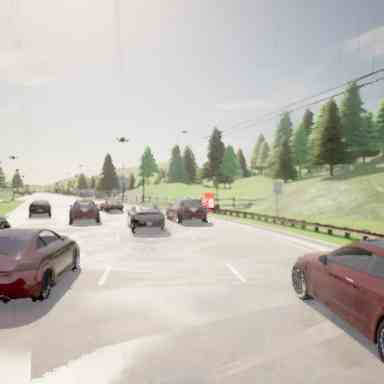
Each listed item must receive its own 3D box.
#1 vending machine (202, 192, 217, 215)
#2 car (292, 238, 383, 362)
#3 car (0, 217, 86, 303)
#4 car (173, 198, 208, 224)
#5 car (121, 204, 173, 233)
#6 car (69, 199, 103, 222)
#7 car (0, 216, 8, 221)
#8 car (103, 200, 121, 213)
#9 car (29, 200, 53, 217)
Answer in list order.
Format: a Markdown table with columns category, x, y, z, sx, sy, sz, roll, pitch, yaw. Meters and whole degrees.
| category | x | y | z | sx | sy | sz | roll | pitch | yaw |
| --- | --- | --- | --- | --- | --- | --- | --- | --- | --- |
| vending machine | 1.605 | 1.023 | 31.112 | 1.100 | 2.100 | 0.880 | -1 | 0 | -20 |
| car | 3.181 | 1.462 | 5.263 | 1.812 | 1.442 | 4.674 | -1 | 0 | -4 |
| car | -4.137 | 1.571 | 8.223 | 1.994 | 1.385 | 4.181 | -1 | 0 | -7 |
| car | -0.472 | 1.238 | 24.123 | 2.097 | 1.767 | 4.553 | -1 | 0 | -16 |
| car | -2.783 | 1.427 | 19.518 | 2.128 | 1.511 | 4.902 | -1 | 0 | -14 |
| car | -8.194 | 1.321 | 25.291 | 2.097 | 1.767 | 4.553 | -1 | 0 | -19 |
| car | -8.000 | 1.259 | 11.034 | 2.150 | 2.045 | 5.566 | -1 | 0 | -9 |
| car | -8.893 | 1.523 | 36.574 | 1.895 | 1.301 | 4.718 | -1 | 0 | -24 |
| car | -14.548 | 1.488 | 32.006 | 1.882 | 1.535 | 5.008 | -1 | 0 | -23 |
